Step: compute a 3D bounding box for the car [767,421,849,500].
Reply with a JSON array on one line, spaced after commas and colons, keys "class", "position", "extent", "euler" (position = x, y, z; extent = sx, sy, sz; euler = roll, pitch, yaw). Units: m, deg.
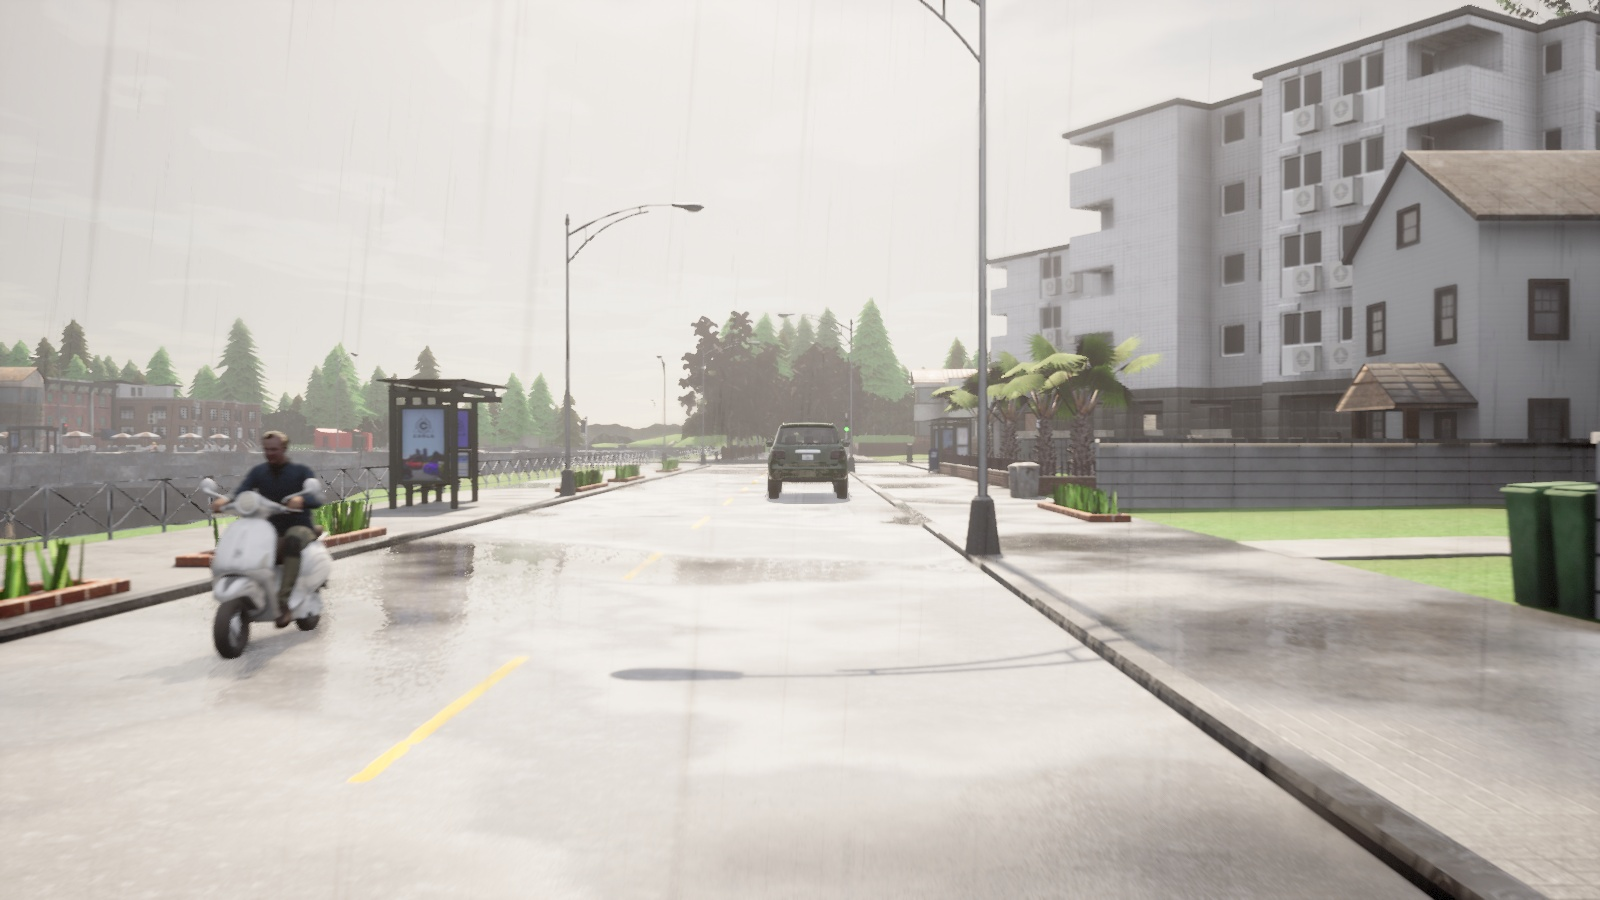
[{"class": "car", "position": [0.220, 0.266, 35.481], "extent": [2.150, 2.045, 5.566], "euler": [0, 0, 0]}]

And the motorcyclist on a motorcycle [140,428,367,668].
[{"class": "motorcyclist on a motorcycle", "position": [-3.932, 0.645, 9.228], "extent": [0.866, 1.590, 1.817], "euler": [0, 0, 0]}]
